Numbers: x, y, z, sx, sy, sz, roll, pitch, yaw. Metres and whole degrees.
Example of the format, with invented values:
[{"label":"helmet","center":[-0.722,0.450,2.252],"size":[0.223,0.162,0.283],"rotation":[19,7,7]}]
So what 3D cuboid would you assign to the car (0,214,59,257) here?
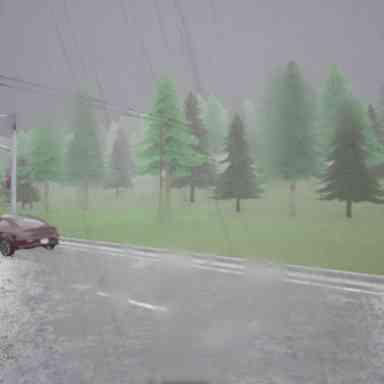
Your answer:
[{"label":"car","center":[-7.241,1.626,13.453],"size":[4.674,1.442,1.812],"rotation":[0,0,36]}]
